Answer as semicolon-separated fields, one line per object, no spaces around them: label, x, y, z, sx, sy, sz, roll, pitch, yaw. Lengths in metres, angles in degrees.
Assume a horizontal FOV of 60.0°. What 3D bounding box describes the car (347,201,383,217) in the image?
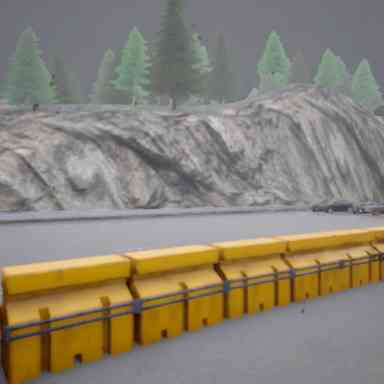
car;16.937;1.530;31.117;4.181;1.385;1.994;0;0;-31

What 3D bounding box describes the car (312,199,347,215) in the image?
car;14.223;1.435;33.557;5.008;1.535;1.882;0;0;-31
